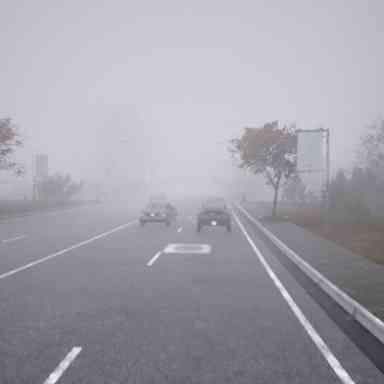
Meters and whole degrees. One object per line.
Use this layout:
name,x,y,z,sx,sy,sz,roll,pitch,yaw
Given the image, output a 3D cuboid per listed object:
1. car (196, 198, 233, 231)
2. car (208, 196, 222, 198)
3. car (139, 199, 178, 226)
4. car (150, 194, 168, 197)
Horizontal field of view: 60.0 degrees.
car,1.276,1.335,19.326,1.837,1.490,4.892,0,0,4
car,2.532,1.076,36.392,1.895,1.301,4.718,0,1,4
car,-2.083,1.325,21.612,2.033,1.411,5.357,0,1,4
car,-4.157,0.510,42.132,1.994,1.385,4.181,0,1,4
